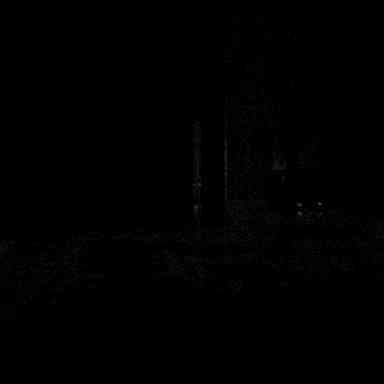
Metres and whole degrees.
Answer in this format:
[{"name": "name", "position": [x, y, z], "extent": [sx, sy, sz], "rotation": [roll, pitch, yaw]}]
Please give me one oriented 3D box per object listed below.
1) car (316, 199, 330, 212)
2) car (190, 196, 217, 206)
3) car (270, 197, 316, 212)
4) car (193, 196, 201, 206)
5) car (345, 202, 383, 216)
[{"name": "car", "position": [13.733, 1.335, 39.005], "extent": [2.097, 1.767, 4.553], "rotation": [0, 0, -35]}, {"name": "car", "position": [1.936, 1.461, 55.787], "extent": [1.882, 1.535, 5.008], "rotation": [0, 0, -35]}, {"name": "car", "position": [10.959, 1.341, 37.297], "extent": [2.097, 1.767, 4.553], "rotation": [0, 0, -35]}, {"name": "car", "position": [-0.996, 1.515, 54.309], "extent": [1.812, 1.442, 4.674], "rotation": [0, 0, -35]}, {"name": "car", "position": [16.347, 1.594, 29.672], "extent": [1.895, 1.301, 4.718], "rotation": [0, 0, -38]}]
